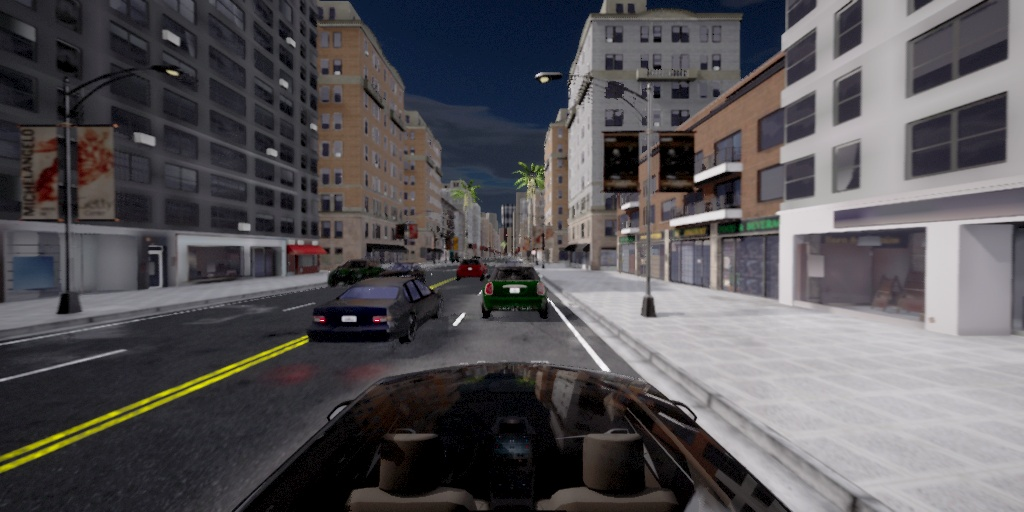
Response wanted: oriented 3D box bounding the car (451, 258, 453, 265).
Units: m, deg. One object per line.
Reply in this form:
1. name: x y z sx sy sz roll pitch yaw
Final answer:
1. car: -9.739 0.652 64.547 1.837 1.490 4.892 0 0 0

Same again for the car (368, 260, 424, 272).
1. car: -6.597 1.151 21.919 2.128 1.511 4.902 0 0 0

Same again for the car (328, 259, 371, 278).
1. car: -9.847 1.007 22.973 2.097 1.767 4.553 0 0 0

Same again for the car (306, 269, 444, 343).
1. car: -3.165 1.262 9.494 2.033 1.411 5.357 0 0 0

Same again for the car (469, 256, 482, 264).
1. car: -6.490 0.693 64.548 1.882 1.535 5.008 0 0 0

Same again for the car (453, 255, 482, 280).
1. car: -3.153 0.981 29.118 2.097 1.767 4.553 0 0 0

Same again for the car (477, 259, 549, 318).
1. car: 0.093 1.050 12.943 2.097 1.767 4.553 0 0 0
